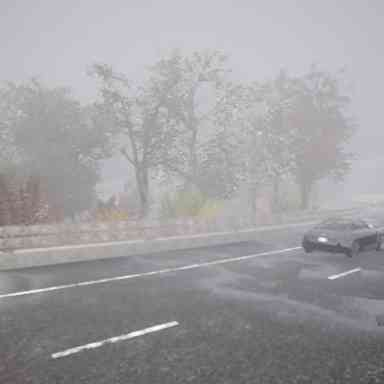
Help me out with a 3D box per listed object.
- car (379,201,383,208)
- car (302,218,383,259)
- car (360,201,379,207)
[{"bbox_3d":[42.377,2.662,73.125,1.812,1.442,4.674,0,-1,7],"label":"car"},{"bbox_3d":[6.350,1.772,13.776,4.181,1.385,1.994,1,-1,-43],"label":"car"},{"bbox_3d":[38.928,2.672,73.719,1.994,1.385,4.181,0,-1,7],"label":"car"}]
